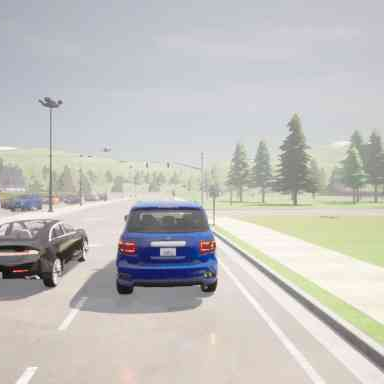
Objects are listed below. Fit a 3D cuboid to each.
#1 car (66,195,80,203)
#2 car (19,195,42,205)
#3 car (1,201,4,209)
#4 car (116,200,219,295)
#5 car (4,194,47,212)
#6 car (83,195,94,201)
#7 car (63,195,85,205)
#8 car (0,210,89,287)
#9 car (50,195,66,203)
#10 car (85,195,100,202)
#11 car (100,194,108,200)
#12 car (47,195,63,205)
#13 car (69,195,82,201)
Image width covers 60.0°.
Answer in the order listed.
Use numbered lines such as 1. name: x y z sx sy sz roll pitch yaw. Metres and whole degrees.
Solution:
1. car: -26.090 1.504 72.983 1.837 1.490 4.892 0 0 -5
2. car: -28.410 1.355 58.705 2.097 1.767 4.553 0 0 -5
3. car: -23.668 1.354 44.679 2.097 1.767 4.553 0 0 -4
4. car: -0.680 1.223 8.959 2.150 2.045 5.566 0 0 -5
5. car: -19.463 1.223 39.195 2.150 2.045 5.566 0 0 -6
6. car: -27.393 1.458 88.028 1.837 1.490 4.892 0 0 -5
7. car: -21.498 1.495 59.901 2.128 1.511 4.902 0 0 -5
8. car: -4.214 1.492 9.205 2.128 1.511 4.902 0 0 -5
9. car: -29.663 1.504 73.667 1.837 1.490 4.892 0 0 -5
10. car: -22.759 1.529 75.082 1.812 1.442 4.674 0 0 -5
11. car: -24.046 1.401 89.948 1.882 1.535 5.008 0 0 -5
12. car: -24.862 1.355 58.157 2.097 1.767 4.553 0 0 -5
13. car: -30.948 1.467 88.512 2.128 1.511 4.902 0 0 -5
